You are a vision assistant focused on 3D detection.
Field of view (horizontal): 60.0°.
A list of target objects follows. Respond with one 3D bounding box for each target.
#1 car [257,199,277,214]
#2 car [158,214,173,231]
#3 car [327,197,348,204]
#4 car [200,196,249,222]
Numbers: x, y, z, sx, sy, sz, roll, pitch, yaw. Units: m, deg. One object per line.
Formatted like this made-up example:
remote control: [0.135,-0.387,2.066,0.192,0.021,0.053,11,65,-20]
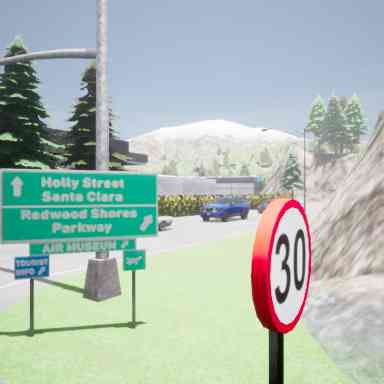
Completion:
car: [9.032,1.544,37.106,2.097,1.767,4.553,0,0,36]
car: [-3.311,1.792,20.057,1.895,1.301,4.718,0,0,36]
car: [30.520,1.717,69.923,2.128,1.511,4.902,0,0,-14]
car: [2.954,1.413,28.716,2.150,2.045,5.566,0,0,36]
